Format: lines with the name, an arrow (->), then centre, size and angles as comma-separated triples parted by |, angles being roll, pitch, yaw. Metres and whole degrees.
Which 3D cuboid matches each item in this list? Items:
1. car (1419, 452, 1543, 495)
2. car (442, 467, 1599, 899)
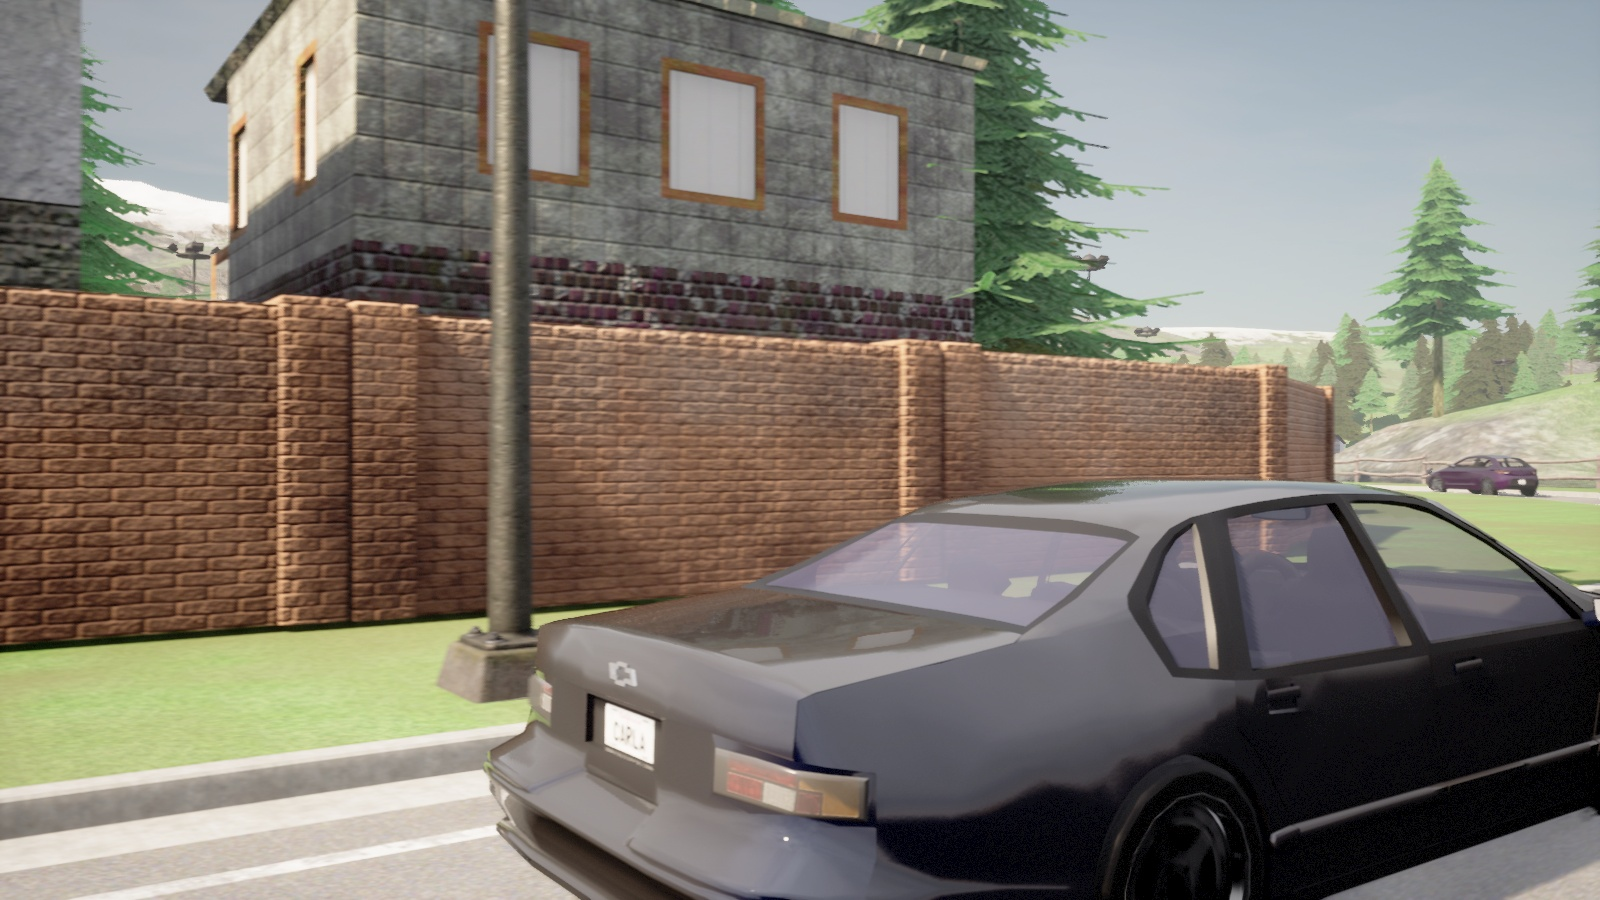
car -> 24.746, 0.818, 45.821 | 1.816, 1.474, 4.193 | 0, 0, -9
car -> 1.615, 0.801, 4.784 | 5.357, 1.411, 2.033 | 0, 0, -35
